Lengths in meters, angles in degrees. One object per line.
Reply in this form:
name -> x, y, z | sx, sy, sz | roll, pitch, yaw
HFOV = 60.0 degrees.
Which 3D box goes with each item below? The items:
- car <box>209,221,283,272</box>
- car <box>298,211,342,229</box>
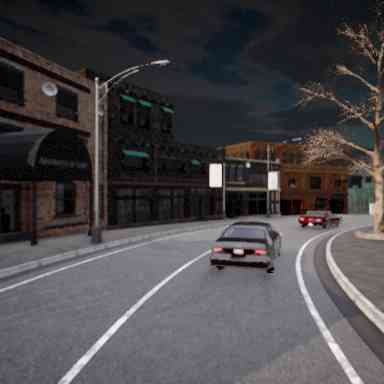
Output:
car -> 2.044, 1.726, 11.500 | 2.033, 1.411, 5.357 | 0, -1, 18
car -> 10.077, 2.103, 25.888 | 1.895, 1.301, 4.718 | 0, -1, 40
